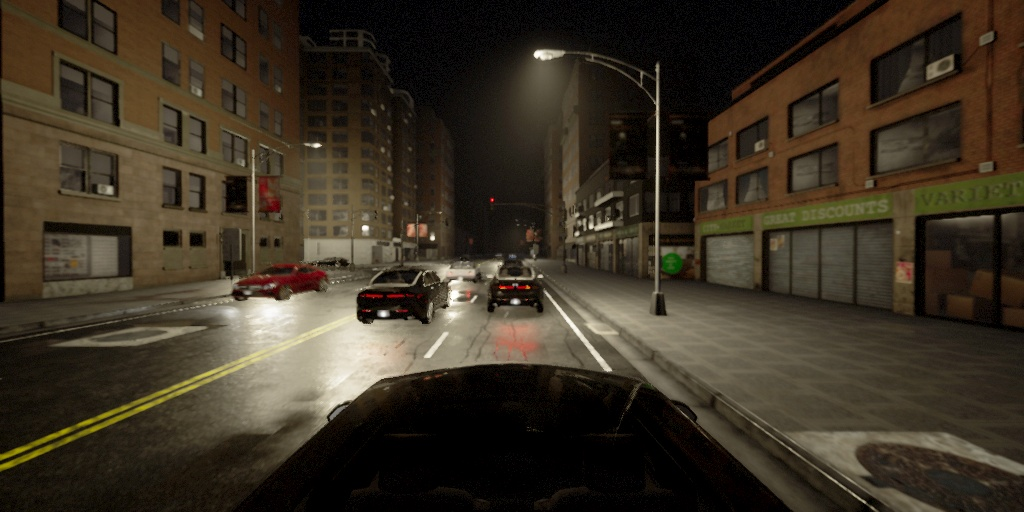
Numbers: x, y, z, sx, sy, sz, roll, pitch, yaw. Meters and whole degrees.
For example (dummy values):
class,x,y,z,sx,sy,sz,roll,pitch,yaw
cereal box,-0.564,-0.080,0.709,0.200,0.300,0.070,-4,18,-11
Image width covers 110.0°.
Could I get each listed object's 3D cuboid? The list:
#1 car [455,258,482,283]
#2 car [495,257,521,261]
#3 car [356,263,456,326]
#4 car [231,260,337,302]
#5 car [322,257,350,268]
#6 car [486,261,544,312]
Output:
class,x,y,z,sx,sy,sz,roll,pitch,yaw
car,-3.108,1.036,23.898,1.895,1.301,4.718,0,1,0
car,0.044,0.971,23.238,1.812,1.442,4.674,0,1,0
car,-3.132,1.121,11.161,1.837,1.490,4.892,0,1,0
car,-9.810,1.077,15.646,1.812,1.442,4.674,0,1,0
car,-22.067,0.745,43.744,4.313,1.339,1.948,0,0,0
car,0.120,1.092,13.191,1.837,1.490,4.892,0,1,0
